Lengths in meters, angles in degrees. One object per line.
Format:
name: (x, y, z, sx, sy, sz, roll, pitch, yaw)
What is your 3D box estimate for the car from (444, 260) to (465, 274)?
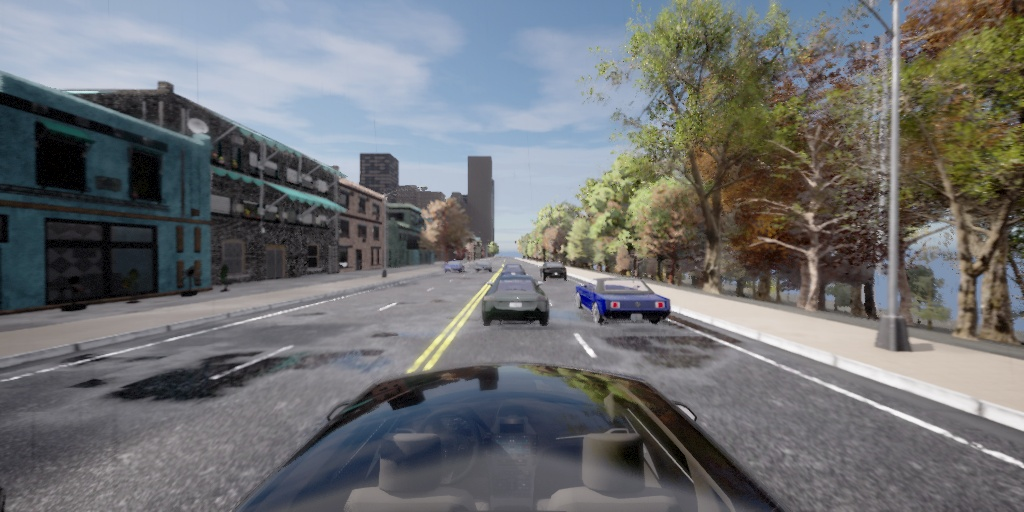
car: (-6.572, 1.246, 41.289, 1.812, 1.442, 4.674, 0, 0, 0)

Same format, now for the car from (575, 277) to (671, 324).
car: (3.353, 1.344, 11.867, 1.895, 1.301, 4.718, 0, 0, 0)

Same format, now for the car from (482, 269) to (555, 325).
car: (0.104, 1.307, 11.835, 1.994, 1.385, 4.181, 0, 0, 0)

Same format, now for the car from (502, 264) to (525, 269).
car: (0.110, 1.294, 29.048, 1.994, 1.385, 4.181, 0, 0, 0)

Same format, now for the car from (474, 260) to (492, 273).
car: (-3.321, 1.246, 42.706, 1.812, 1.442, 4.674, 0, 0, 0)

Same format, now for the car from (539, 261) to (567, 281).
car: (3.360, 1.207, 29.852, 1.882, 1.535, 5.008, 0, 0, 0)
